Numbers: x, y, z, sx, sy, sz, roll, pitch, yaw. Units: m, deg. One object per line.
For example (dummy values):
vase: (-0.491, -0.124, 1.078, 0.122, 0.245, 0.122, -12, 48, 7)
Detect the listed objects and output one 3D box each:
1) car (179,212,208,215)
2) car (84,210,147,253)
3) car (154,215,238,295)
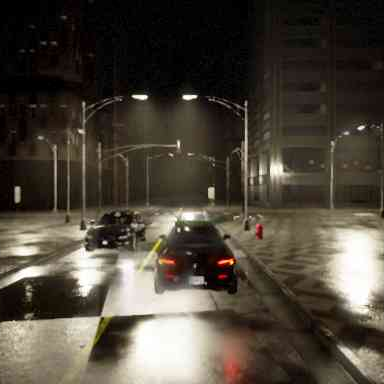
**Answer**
car: (0.073, 1.685, 17.765, 1.895, 1.301, 4.718, 0, 0, 0)
car: (-3.060, 1.575, 14.199, 1.837, 1.490, 4.892, 0, -1, 1)
car: (0.083, 1.569, 8.742, 1.812, 1.442, 4.674, 0, 0, 0)
